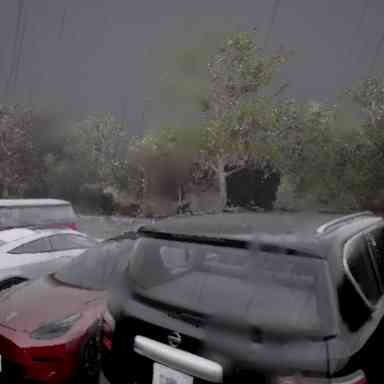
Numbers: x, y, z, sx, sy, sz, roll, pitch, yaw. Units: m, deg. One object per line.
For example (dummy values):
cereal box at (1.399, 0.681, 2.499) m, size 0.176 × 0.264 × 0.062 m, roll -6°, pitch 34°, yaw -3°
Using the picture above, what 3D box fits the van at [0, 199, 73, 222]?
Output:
van at (-5.431, 1.190, 8.869) m, size 1.878 × 1.987 × 4.442 m, roll 0°, pitch 0°, yaw 35°

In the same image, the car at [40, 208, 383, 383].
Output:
car at (1.437, 1.221, 4.156) m, size 2.435 × 2.045 × 5.566 m, roll 0°, pitch 0°, yaw 35°

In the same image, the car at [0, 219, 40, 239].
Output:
car at (-3.105, 1.475, 7.353) m, size 2.002 × 1.452 × 4.674 m, roll 0°, pitch 0°, yaw 35°

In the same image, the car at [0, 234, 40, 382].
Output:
car at (-0.860, 1.483, 5.721) m, size 2.163 × 1.488 × 4.792 m, roll 0°, pitch 0°, yaw 35°
